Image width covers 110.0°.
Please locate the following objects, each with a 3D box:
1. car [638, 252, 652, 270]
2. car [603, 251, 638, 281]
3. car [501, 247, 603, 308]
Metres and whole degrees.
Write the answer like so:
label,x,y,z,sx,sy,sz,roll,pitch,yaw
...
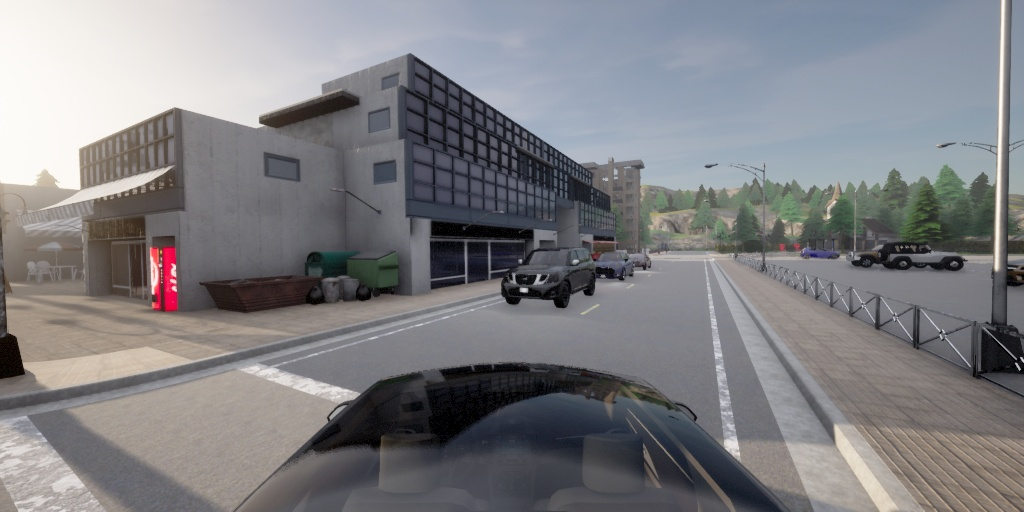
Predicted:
label,x,y,z,sx,sy,sz,roll,pitch,yaw
car,11.118,0.418,31.704,1.812,1.442,4.674,0,2,28
car,6.303,0.530,22.676,2.097,1.767,4.553,0,2,28
car,1.678,0.674,13.995,2.150,2.045,5.566,0,2,28
